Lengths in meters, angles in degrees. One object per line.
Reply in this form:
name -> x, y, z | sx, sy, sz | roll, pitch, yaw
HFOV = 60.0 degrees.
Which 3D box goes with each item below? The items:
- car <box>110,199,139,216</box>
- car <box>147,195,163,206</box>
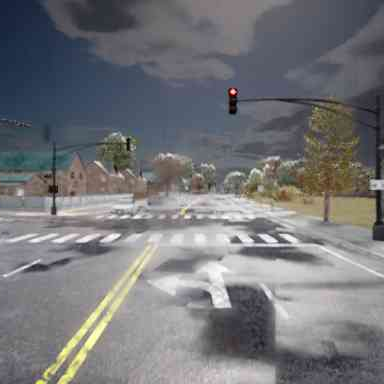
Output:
car -> -5.986, 1.340, 30.070 | 1.812, 1.442, 4.674 | 0, 2, 2
car -> -5.234, 1.207, 47.516 | 1.837, 1.490, 4.892 | 0, 2, 3
